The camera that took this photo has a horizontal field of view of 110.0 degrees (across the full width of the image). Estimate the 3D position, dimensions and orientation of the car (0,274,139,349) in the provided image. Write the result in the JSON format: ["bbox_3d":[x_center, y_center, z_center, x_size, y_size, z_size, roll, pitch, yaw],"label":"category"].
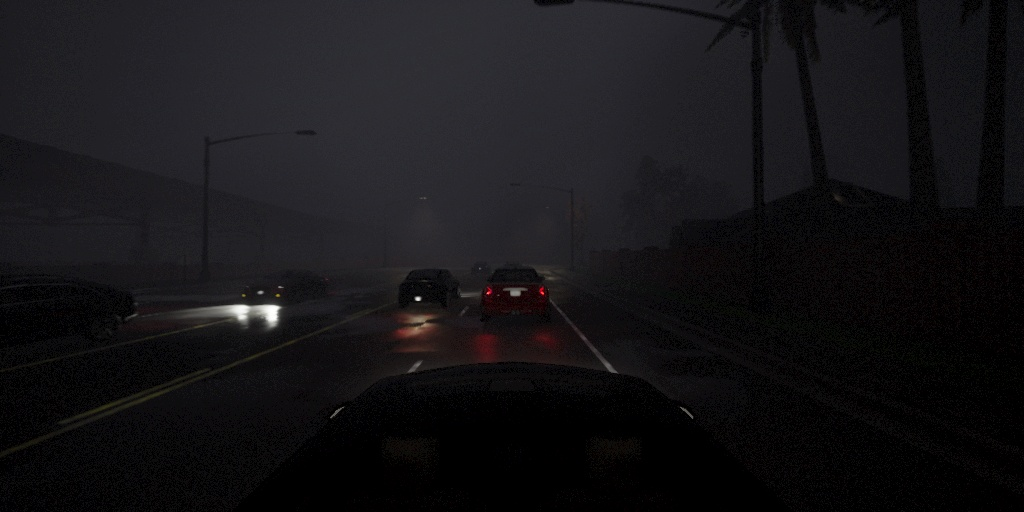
[{"bbox_3d":[-10.499,1.255,7.083,2.128,1.511,4.902,0,0,0],"label":"car"}]

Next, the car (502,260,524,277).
[{"bbox_3d":[0.098,1.232,36.647,2.128,1.511,4.902,0,0,0],"label":"car"}]

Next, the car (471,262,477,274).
[{"bbox_3d":[-3.390,1.299,40.132,1.994,1.385,4.181,0,0,0],"label":"car"}]

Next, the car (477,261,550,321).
[{"bbox_3d":[0.101,1.119,12.664,2.097,1.767,4.553,0,0,0],"label":"car"}]

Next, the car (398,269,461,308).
[{"bbox_3d":[-3.399,1.274,15.386,1.837,1.490,4.892,0,0,0],"label":"car"}]

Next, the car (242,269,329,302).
[{"bbox_3d":[-10.499,1.329,16.956,1.994,1.385,4.181,0,0,0],"label":"car"}]
